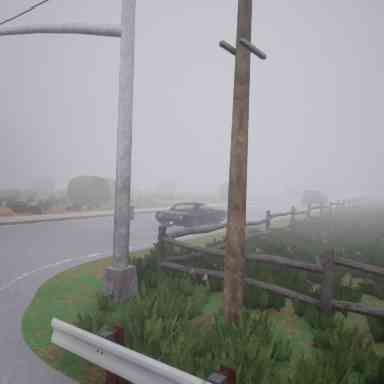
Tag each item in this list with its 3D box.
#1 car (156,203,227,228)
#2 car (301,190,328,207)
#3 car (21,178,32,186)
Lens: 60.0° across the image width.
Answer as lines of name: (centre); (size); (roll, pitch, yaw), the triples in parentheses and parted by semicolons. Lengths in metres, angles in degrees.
car: (0.183, 1.246, 18.340); (1.895, 1.301, 4.718); (3, 2, 33)
car: (15.491, 0.817, 41.838); (2.150, 2.045, 5.566); (3, 2, 34)
car: (-39.119, -2.288, 79.212); (1.905, 1.878, 3.866); (8, 2, -13)
